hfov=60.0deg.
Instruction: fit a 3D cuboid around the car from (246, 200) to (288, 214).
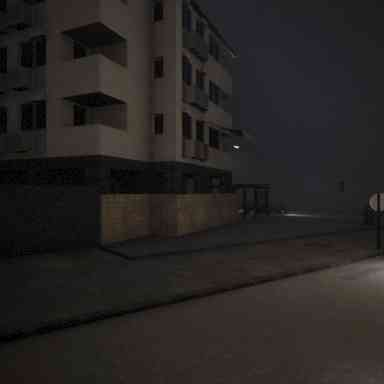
[{"bbox_3d":[7.505,1.547,35.411,2.033,1.411,5.357,0,0,-35],"label":"car"}]
